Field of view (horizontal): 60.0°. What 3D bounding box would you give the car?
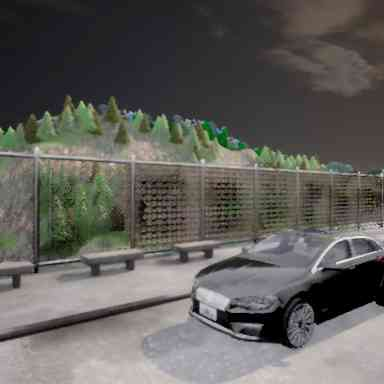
[{"bbox_3d":[2.207,1.487,6.329,4.902,1.511,2.128,0,0,-36],"label":"car"}]
